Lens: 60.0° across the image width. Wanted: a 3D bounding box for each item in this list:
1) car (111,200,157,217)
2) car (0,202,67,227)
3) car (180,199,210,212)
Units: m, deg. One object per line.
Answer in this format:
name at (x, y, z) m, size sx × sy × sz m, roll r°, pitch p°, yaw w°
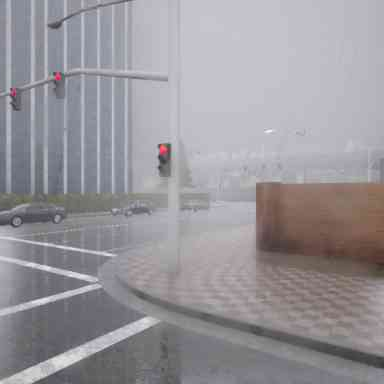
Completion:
car at (-5.357, 1.491, 30.992) m, size 2.128 × 1.511 × 4.902 m, roll 0°, pitch 0°, yaw 35°
car at (-11.062, 1.505, 22.959) m, size 1.837 × 1.490 × 4.892 m, roll 0°, pitch 0°, yaw 35°
car at (0.415, 1.564, 39.099) m, size 1.994 × 1.385 × 4.181 m, roll 0°, pitch 0°, yaw 35°
